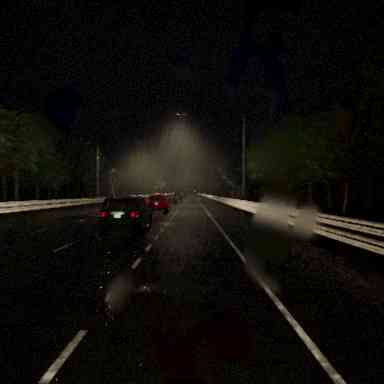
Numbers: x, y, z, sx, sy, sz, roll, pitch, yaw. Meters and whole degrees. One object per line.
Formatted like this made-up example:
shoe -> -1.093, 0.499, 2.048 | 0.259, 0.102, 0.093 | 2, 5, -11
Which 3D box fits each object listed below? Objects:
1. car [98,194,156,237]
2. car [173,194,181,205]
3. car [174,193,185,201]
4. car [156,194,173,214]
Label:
car -> -3.509, 1.234, 18.336 | 2.150, 2.045, 5.566 | 0, 0, 0
car -> -3.533, 1.567, 61.425 | 1.812, 1.442, 4.674 | 0, 0, 0
car -> -3.543, 1.253, 83.135 | 2.150, 2.045, 5.566 | 0, 0, 0
car -> -3.519, 1.255, 35.490 | 2.150, 2.045, 5.566 | 0, 0, 0
